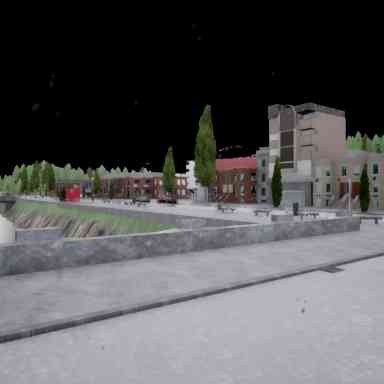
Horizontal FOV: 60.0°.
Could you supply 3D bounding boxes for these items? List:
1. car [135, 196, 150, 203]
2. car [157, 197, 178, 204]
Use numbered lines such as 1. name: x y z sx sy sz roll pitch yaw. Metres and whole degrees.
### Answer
1. car: -10.377 1.561 68.869 1.994 1.385 4.181 0 0 -35
2. car: -4.574 1.601 60.735 1.895 1.301 4.718 0 0 -35
